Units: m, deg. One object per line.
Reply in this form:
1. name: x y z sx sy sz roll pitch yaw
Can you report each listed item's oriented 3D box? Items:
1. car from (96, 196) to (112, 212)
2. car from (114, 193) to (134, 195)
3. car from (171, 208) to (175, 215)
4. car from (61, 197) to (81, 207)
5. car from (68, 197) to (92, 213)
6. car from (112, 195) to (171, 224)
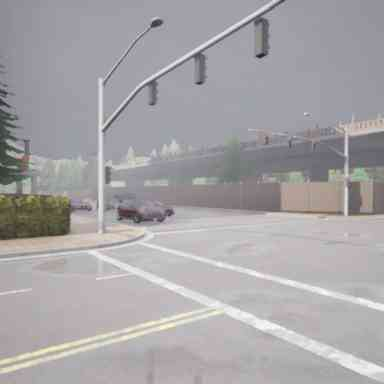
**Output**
1. car: -9.592 1.441 38.712 2.128 1.511 4.902 0 0 -35
2. car: -9.519 1.172 45.006 2.150 2.045 5.566 0 0 -35
3. car: -3.653 1.497 30.325 2.033 1.411 5.357 0 0 -35
4. car: -18.991 1.514 52.069 1.994 1.385 4.181 0 0 -35
5. car: -12.560 1.511 36.847 1.994 1.385 4.181 0 0 -35
6. car: -3.801 1.301 24.478 2.097 1.767 4.553 0 0 -35
